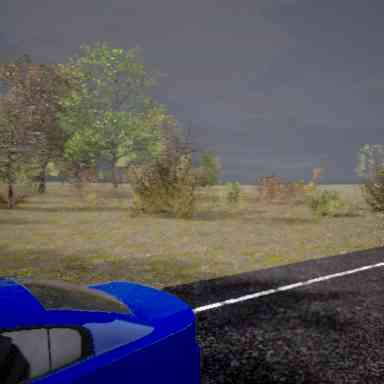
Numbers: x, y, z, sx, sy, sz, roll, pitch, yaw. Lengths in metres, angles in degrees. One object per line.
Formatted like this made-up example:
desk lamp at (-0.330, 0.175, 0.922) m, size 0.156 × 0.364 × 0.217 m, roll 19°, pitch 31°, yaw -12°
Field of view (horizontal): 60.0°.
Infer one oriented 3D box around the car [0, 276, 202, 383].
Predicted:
car at (-2.113, 1.430, 2.021) m, size 5.008 × 1.535 × 1.882 m, roll 0°, pitch 1°, yaw -44°
